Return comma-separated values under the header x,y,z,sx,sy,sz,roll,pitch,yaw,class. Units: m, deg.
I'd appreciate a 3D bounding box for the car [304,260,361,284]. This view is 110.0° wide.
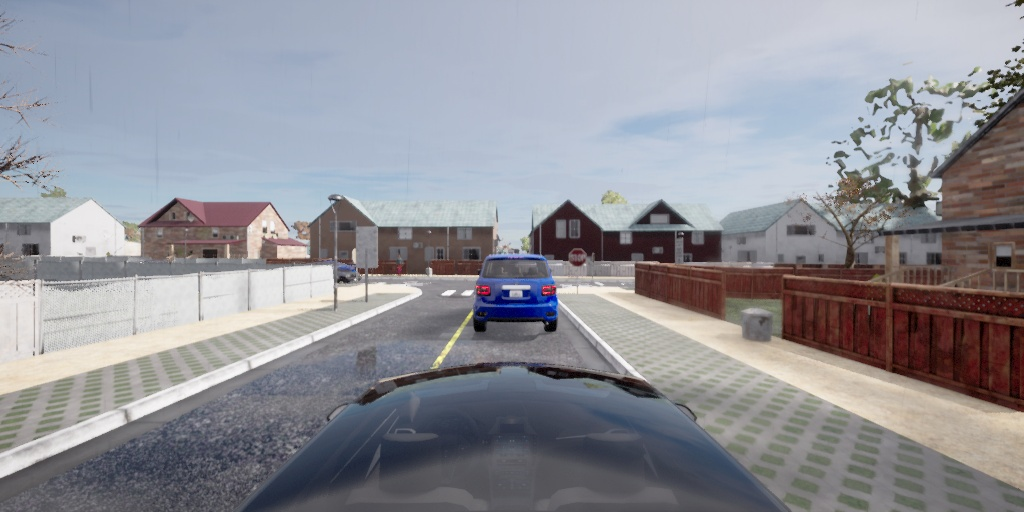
x,y,z,sx,sy,sz,roll,pitch,yaw,class
-13.123,1.173,24.120,5.357,1.411,2.033,1,0,3,car

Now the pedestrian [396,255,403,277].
x,y,z,sx,sy,sz,roll,pitch,yaw,class
-9.425,0.793,29.950,0.375,1.860,0.375,0,0,1,pedestrian

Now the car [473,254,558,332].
x,y,z,sx,sy,sz,roll,pitch,yaw,class
0.080,0.968,10.971,2.150,2.045,5.566,0,0,0,car

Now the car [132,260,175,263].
x,y,z,sx,sy,sz,roll,pitch,yaw,class
-24.070,1.006,24.377,4.902,1.511,2.128,1,0,1,car
